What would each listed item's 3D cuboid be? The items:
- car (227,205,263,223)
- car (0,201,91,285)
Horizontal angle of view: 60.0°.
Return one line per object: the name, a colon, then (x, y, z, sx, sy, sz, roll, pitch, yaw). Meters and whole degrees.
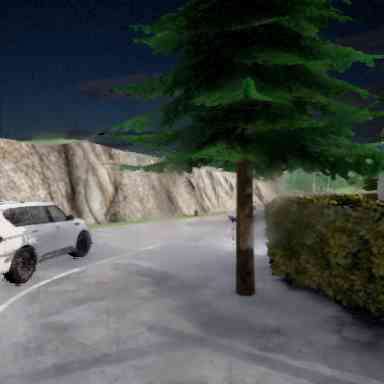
car: (4.752, 1.663, 26.670, 1.895, 1.301, 4.718, 0, 0, 36)
car: (-5.013, 1.277, 9.884, 2.150, 2.045, 5.566, -1, 0, 6)
